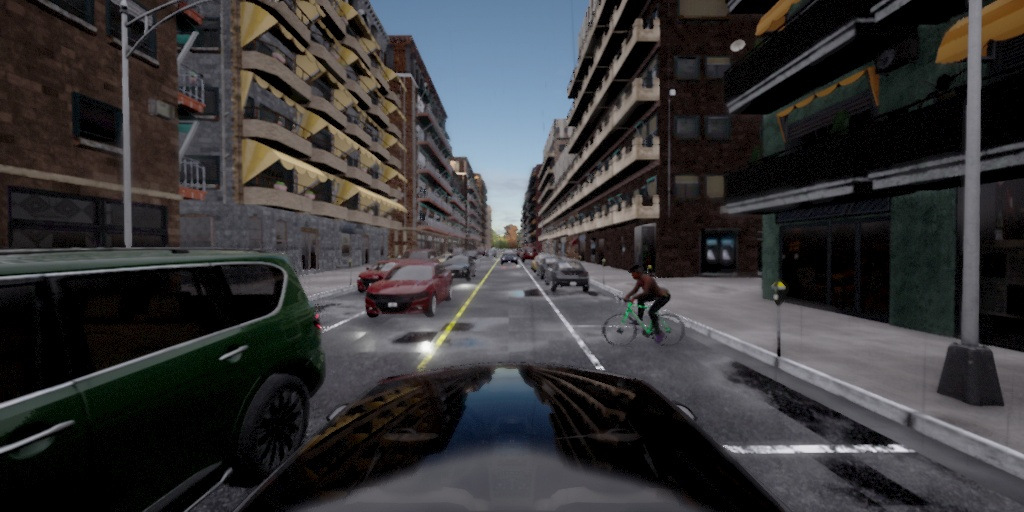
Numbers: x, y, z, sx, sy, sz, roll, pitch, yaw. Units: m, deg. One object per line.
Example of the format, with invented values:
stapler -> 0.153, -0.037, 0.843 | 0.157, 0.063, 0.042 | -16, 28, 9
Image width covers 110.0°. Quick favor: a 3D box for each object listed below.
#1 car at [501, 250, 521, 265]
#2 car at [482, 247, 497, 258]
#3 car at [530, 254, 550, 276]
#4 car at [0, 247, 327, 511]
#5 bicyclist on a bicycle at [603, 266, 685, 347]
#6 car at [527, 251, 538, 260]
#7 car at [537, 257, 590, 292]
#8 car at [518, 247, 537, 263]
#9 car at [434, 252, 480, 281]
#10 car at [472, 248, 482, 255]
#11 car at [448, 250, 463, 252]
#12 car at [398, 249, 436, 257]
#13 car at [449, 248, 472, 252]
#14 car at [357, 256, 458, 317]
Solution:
car -> -0.295, 0.280, 40.161 | 1.895, 1.301, 4.718 | 0, 2, 0
car -> -3.691, -0.468, 63.539 | 2.128, 1.511, 4.902 | 0, 2, 0
car -> 2.483, 0.707, 22.805 | 2.007, 1.370, 4.403 | 0, 0, -1
car -> -3.079, 0.981, 1.633 | 2.150, 2.045, 5.566 | 0, 1, 0
bicyclist on a bicycle -> 2.646, 1.025, 7.179 | 1.656, 1.620, 0.582 | 0, 2, -1
car -> 2.421, 0.527, 28.541 | 1.751, 1.417, 4.829 | 0, 0, -1
car -> 2.542, 0.862, 17.241 | 2.007, 1.370, 4.403 | 0, 0, -1
car -> 2.243, -0.146, 45.067 | 2.192, 1.841, 5.009 | 0, 0, -1
car -> -3.291, 0.689, 22.193 | 1.837, 1.490, 4.892 | 0, 2, 0
car -> -6.257, -0.184, 56.143 | 1.948, 1.339, 4.313 | 0, 0, -1
car -> -6.016, 0.390, 33.710 | 1.751, 1.417, 4.829 | 0, 0, -1
car -> -5.898, 0.489, 22.750 | 2.192, 1.841, 5.009 | 0, 0, -1
car -> -6.078, 0.026, 39.446 | 2.192, 1.841, 5.009 | 0, 0, -1
car -> -3.188, 0.947, 11.945 | 1.882, 1.535, 5.008 | 0, 2, -1
